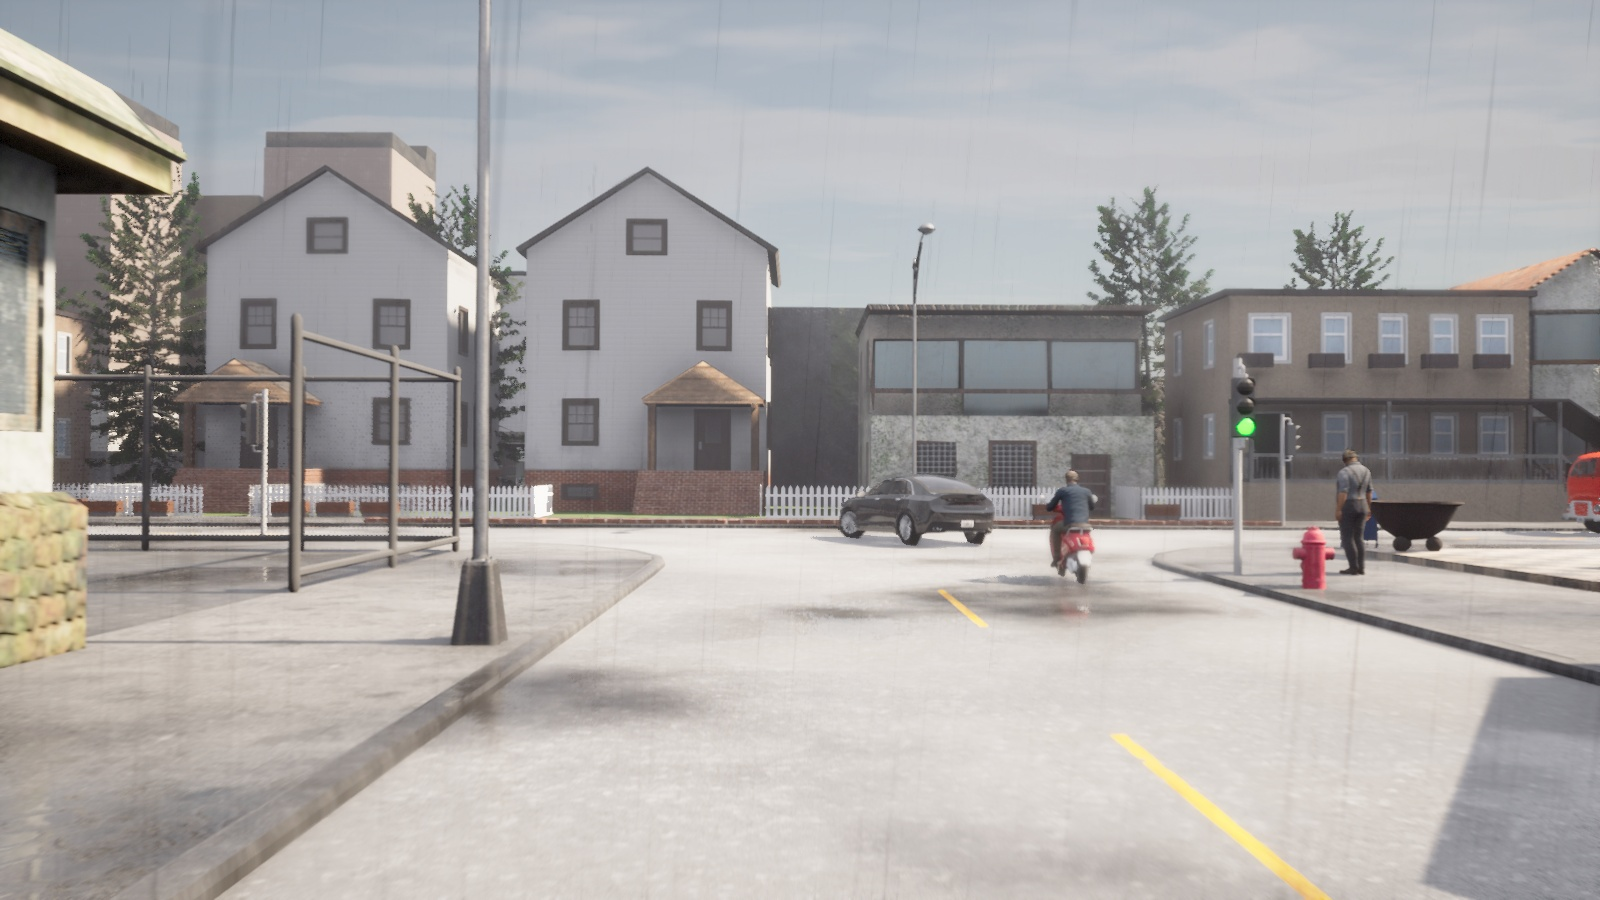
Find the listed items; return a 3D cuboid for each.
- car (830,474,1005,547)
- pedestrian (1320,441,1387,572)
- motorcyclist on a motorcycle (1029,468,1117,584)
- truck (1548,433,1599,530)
[{"bbox_3d":[2.531,1.301,28.437,1.837,1.490,4.892,1,-1,-23],"label":"car"},{"bbox_3d":[7.995,0.802,18.150,0.540,1.848,0.694,0,-1,-18],"label":"pedestrian"},{"bbox_3d":[3.953,1.069,18.311,0.866,1.590,1.817,0,-1,0],"label":"motorcyclist on a motorcycle"},{"bbox_3d":[22.812,0.799,32.571,5.204,2.467,2.627,0,-1,-1],"label":"truck"}]
